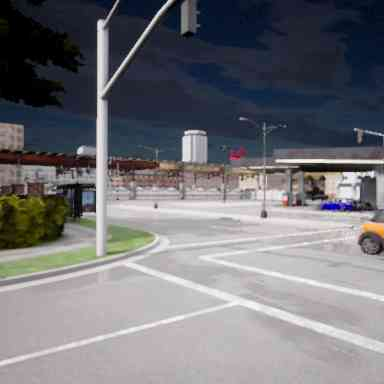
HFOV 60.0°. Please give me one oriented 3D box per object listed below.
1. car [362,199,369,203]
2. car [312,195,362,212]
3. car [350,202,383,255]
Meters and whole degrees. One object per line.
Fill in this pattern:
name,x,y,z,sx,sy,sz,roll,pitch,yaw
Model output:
car,22.002,1.722,44.822,1.970,1.475,3.806,0,0,-35
car,17.740,1.527,40.896,2.242,1.667,4.611,0,0,-35
car,8.270,1.415,11.393,2.097,1.767,4.553,0,0,-35
